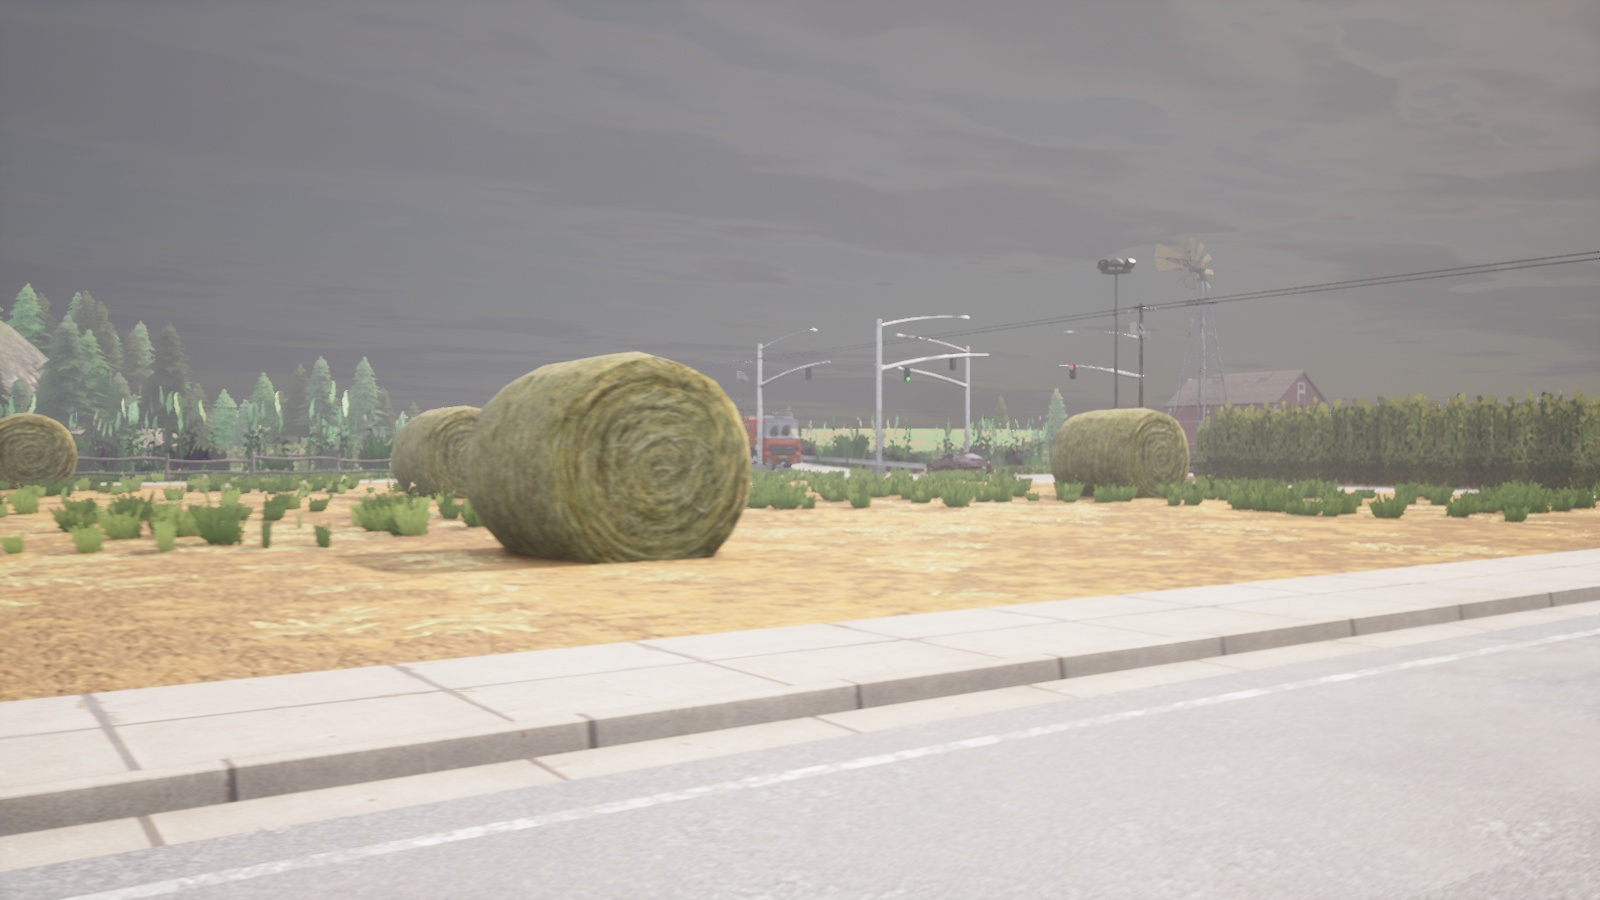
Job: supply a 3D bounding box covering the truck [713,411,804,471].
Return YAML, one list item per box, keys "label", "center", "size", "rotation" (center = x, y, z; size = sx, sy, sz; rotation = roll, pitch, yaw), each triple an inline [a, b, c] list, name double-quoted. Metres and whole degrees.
- label: "truck"
  center: [-3.014, -0.716, 87.562]
  size: [2.891, 3.827, 8.468]
  rotation: [0, 3, -28]

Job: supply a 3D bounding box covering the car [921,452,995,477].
- label: "car"
  center: [9.179, 0.832, 73.283]
  size: [1.812, 1.442, 4.674]
  rotation: [0, 0, -31]
